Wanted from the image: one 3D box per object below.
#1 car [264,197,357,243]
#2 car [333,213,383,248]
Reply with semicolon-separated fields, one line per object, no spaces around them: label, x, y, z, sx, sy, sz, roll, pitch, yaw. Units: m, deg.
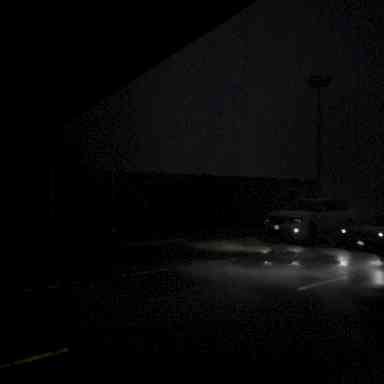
car;6.165;1.296;16.907;5.566;2.045;2.150;1;0;-35
car;8.333;1.674;14.152;4.718;1.301;1.895;0;0;-35
